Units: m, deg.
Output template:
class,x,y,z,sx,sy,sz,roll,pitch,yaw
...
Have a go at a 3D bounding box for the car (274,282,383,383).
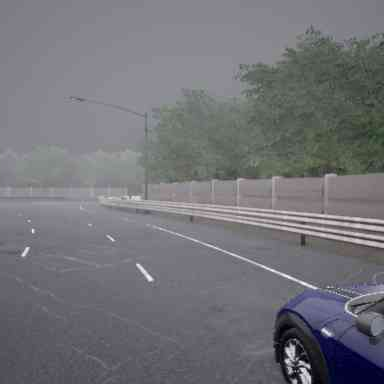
class,x,y,z,sx,sy,sz,roll,pitch,yaw
car,2.485,1.351,2.503,2.097,1.767,4.553,0,0,-15
